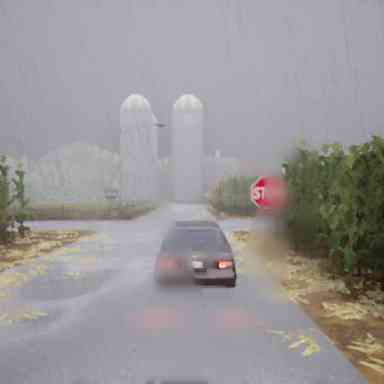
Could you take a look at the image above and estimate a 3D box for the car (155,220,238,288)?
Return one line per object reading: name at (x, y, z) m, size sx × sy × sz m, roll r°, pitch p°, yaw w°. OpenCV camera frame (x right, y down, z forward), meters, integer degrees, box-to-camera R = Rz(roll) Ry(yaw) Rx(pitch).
car at (0.098, 1.491, 9.138) m, size 2.033 × 1.411 × 5.357 m, roll 0°, pitch 0°, yaw 0°
